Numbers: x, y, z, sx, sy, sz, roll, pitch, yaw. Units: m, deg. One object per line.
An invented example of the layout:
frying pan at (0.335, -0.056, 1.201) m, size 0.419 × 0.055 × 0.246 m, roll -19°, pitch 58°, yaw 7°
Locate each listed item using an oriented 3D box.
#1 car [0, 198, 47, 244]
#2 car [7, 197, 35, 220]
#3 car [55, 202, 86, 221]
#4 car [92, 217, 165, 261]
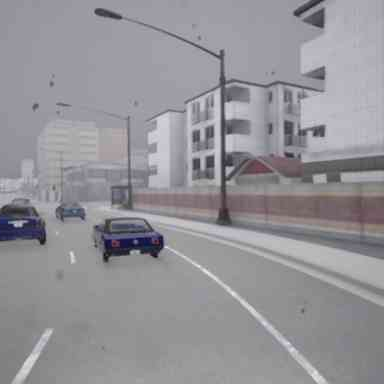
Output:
car at (-7.929, 1.351, 15.320) m, size 2.097 × 1.767 × 4.553 m, roll -1°, pitch 0°, yaw -26°
car at (-15.149, 1.350, 29.451) m, size 2.097 × 1.767 × 4.553 m, roll -1°, pitch 0°, yaw -28°
car at (-9.945, 1.503, 27.131) m, size 2.033 × 1.411 × 5.357 m, roll -1°, pitch 0°, yaw -28°
car at (-2.539, 1.560, 12.217) m, size 1.895 × 1.301 × 4.718 m, roll -1°, pitch 0°, yaw -21°
